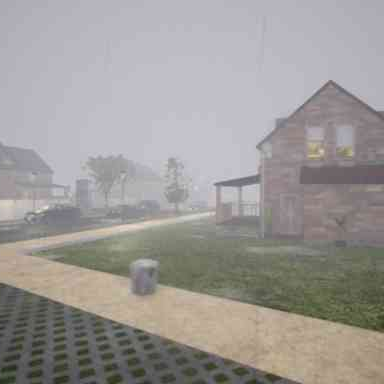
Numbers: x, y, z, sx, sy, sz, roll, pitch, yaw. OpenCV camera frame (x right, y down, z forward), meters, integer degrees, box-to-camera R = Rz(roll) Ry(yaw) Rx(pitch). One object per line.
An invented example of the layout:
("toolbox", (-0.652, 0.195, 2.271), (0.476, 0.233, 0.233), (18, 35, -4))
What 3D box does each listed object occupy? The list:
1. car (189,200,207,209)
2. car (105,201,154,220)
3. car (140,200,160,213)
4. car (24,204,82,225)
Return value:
("car", (1.174, 2.182, 58.369), (2.033, 1.411, 5.357), (0, -1, 20))
("car", (-5.904, 1.807, 31.049), (2.033, 1.411, 5.357), (0, -1, 20))
("car", (-5.591, 1.705, 40.173), (2.097, 1.767, 4.553), (0, -1, 20))
("car", (-10.764, 1.669, 26.066), (2.128, 1.511, 4.902), (0, 0, 20))
